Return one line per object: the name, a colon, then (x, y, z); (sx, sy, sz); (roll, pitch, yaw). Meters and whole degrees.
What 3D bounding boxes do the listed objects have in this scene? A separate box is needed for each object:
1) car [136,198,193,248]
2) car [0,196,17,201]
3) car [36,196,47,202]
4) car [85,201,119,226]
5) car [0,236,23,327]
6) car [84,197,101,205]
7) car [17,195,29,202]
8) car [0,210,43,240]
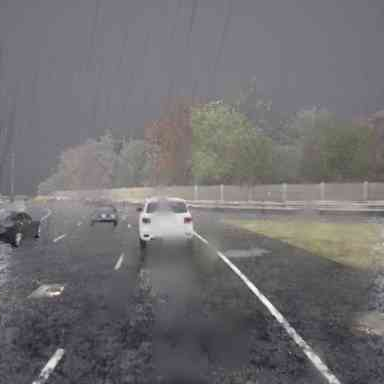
car: (-1.325, 1.267, 15.271); (2.150, 2.045, 5.566); (0, 0, -9)
car: (-45.697, 1.751, 81.442); (4.892, 1.490, 1.837); (0, 0, 37)
car: (-39.292, 1.710, 86.805); (1.882, 1.535, 5.008); (0, 0, -37)
car: (-6.355, 1.641, 24.341); (2.033, 1.411, 5.357); (0, 0, -13)
car: (-3.591, 1.503, 2.708); (1.882, 1.535, 5.008); (0, 0, -1)
car: (-17.865, 1.593, 59.937); (2.097, 1.767, 4.553); (0, 0, -32)
car: (-43.429, 1.601, 84.110); (4.553, 1.767, 2.097); (0, 0, 37)
car: (-8.281, 1.585, 15.032); (1.837, 1.490, 4.892); (0, 0, -8)
